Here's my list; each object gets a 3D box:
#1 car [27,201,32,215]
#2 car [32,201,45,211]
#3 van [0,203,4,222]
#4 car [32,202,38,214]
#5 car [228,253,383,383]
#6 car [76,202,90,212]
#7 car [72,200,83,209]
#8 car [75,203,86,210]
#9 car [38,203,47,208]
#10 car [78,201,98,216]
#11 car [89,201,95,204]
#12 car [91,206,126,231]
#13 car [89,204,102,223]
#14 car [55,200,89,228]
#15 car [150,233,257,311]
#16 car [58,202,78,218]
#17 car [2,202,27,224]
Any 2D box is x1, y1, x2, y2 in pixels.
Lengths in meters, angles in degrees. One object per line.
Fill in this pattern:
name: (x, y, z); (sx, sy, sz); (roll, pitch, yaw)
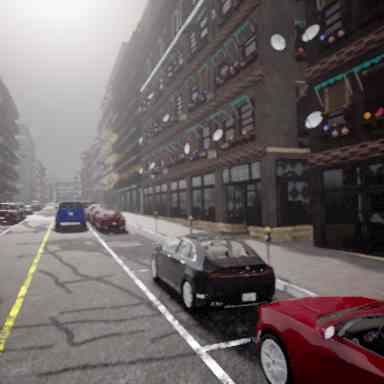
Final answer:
car: (-19.121, 2.061, 36.051); (2.192, 1.841, 5.009); (1, -1, -21)
car: (-29.103, 2.593, 61.834); (2.192, 1.841, 5.009); (1, -1, -21)
van: (-13.134, 1.787, 20.581); (1.690, 1.788, 3.998); (1, -1, -21)
car: (-23.117, 2.519, 46.360); (1.947, 1.339, 4.313); (1, -1, -21)
car: (2.221, 1.551, 2.736); (1.887, 1.381, 4.507); (1, -1, -21)
car: (-17.775, 2.436, 54.298); (1.967, 1.590, 4.097); (1, -1, -21)
car: (-25.760, 2.756, 74.930); (2.192, 1.841, 5.009); (1, -1, -21)
car: (-21.768, 2.796, 64.610); (1.802, 1.307, 4.206); (1, -1, -21)
car: (-37.090, 3.320, 82.456); (1.802, 1.307, 4.206); (1, -2, -21)
car: (-13.780, 2.100, 43.986); (2.192, 1.841, 5.009); (1, -1, -21)
car: (-9.750, 2.022, 33.684); (1.967, 1.590, 4.097); (1, -1, -21)
car: (-5.765, 1.927, 23.365); (1.887, 1.381, 4.507); (1, -1, -21)
car: (-7.761, 2.026, 28.521); (1.887, 1.381, 4.507); (1, -1, -21)
car: (-9.624, 1.699, 26.413); (2.150, 2.045, 5.566); (0, -1, -20)
car: (0.224, 1.649, 7.894); (2.008, 1.369, 4.403); (1, -1, -21)
car: (-14.901, 2.095, 40.040); (2.097, 1.767, 4.553); (0, -1, -21)
car: (-17.126, 1.960, 30.895); (2.192, 1.841, 5.009); (1, -1, -21)
